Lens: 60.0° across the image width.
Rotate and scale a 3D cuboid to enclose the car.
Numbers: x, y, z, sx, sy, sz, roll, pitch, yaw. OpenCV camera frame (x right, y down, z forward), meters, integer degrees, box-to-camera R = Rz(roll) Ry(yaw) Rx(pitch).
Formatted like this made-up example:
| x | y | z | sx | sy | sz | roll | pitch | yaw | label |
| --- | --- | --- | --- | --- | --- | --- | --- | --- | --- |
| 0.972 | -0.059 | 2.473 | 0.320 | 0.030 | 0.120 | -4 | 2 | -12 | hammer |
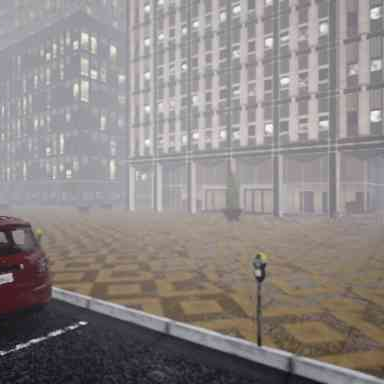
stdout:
| x | y | z | sx | sy | sz | roll | pitch | yaw | label |
| --- | --- | --- | --- | --- | --- | --- | --- | --- | --- |
| -4.674 | 1.356 | 6.201 | 5.009 | 1.841 | 2.192 | 0 | 0 | 36 | car |
